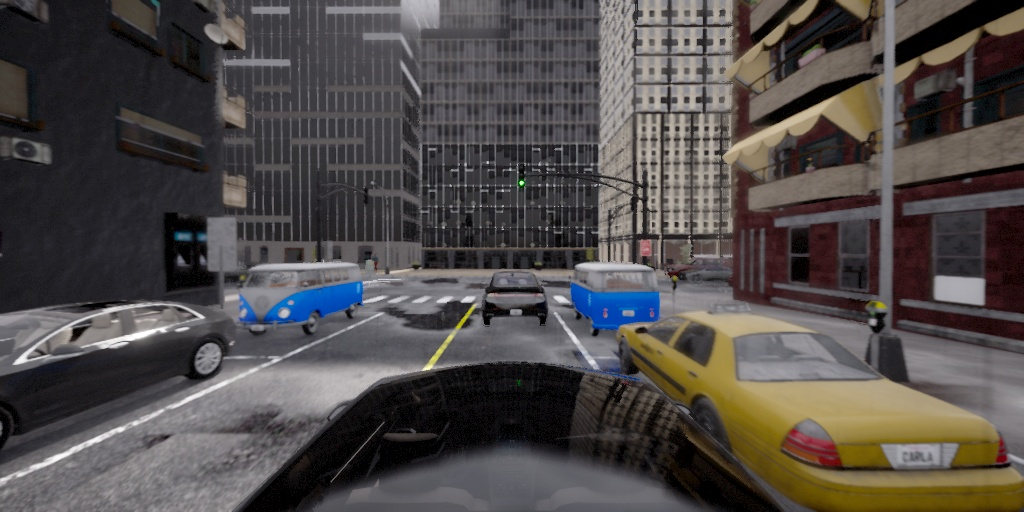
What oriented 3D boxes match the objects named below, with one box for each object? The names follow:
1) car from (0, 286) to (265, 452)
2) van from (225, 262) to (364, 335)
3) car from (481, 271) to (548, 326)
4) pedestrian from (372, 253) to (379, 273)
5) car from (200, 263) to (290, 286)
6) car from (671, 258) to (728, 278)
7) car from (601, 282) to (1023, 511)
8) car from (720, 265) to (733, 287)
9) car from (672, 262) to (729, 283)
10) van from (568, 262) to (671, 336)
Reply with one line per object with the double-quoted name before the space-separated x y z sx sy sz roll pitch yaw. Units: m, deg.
"car" -5.692 1.298 4.531 2.007 1.370 4.403 0 0 0
"van" -5.691 1.084 10.133 1.690 1.789 3.998 0 0 0
"car" 0.017 1.233 11.658 2.128 1.511 4.902 0 0 -2
"pedestrian" -12.389 0.619 32.535 0.375 1.860 0.375 0 1 0
"car" -17.650 1.202 23.839 4.674 1.442 1.812 0 1 0
"car" 15.236 1.072 29.439 5.009 1.841 2.192 0 0 0
"car" 2.689 1.273 4.671 1.751 1.417 4.829 0 0 0
"car" 15.184 1.424 21.060 4.507 1.381 1.888 0 0 0
"car" 14.678 1.356 26.842 4.181 1.385 1.994 0 1 0
"van" 2.689 1.084 10.102 1.690 1.789 3.998 0 0 0
